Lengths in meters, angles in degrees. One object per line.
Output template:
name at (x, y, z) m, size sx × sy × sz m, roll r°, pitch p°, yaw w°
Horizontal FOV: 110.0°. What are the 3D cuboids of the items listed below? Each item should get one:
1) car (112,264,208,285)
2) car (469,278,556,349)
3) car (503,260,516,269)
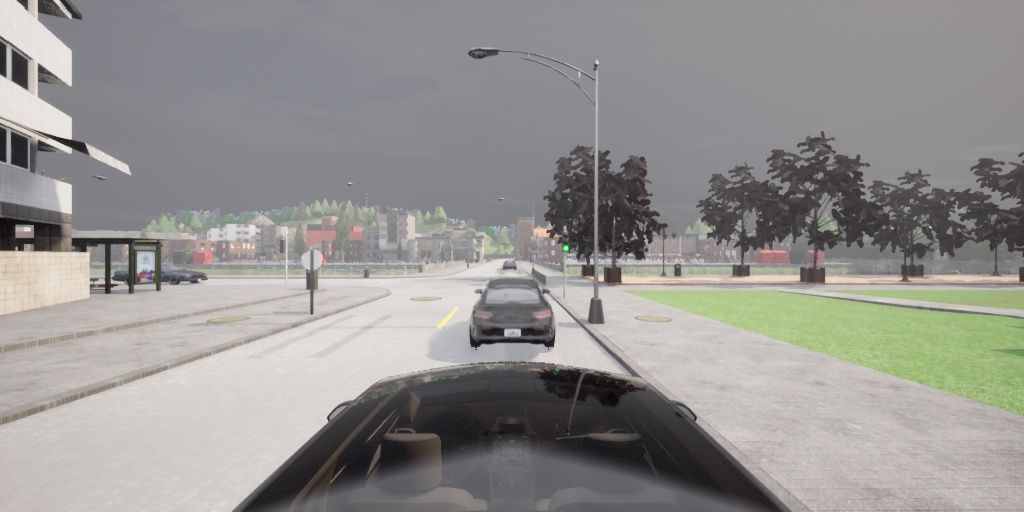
car at (-24.727, 1.297, 25.269) m, size 5.357 × 1.411 × 2.033 m, roll 0°, pitch 0°, yaw 0°
car at (0.009, 1.275, 9.062) m, size 1.812 × 1.442 × 4.674 m, roll 0°, pitch 0°, yaw 0°
car at (-0.339, 1.313, 54.576) m, size 1.994 × 1.385 × 4.181 m, roll 0°, pitch 0°, yaw -1°
